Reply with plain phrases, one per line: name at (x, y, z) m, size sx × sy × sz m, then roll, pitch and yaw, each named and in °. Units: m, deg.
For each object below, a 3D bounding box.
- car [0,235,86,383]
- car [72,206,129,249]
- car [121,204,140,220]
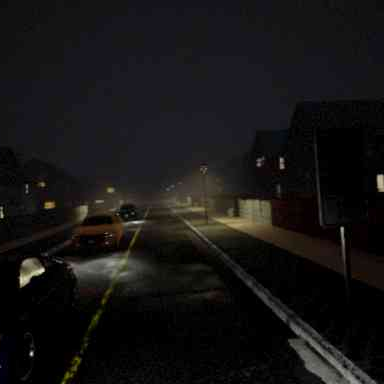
car at (-3.197, 1.761, 5.260) m, size 1.994 × 1.385 × 4.181 m, roll -4°, pitch 0°, yaw -7°
car at (-4.378, 1.752, 16.009) m, size 1.882 × 1.535 × 5.008 m, roll -4°, pitch 0°, yaw -6°
car at (-6.073, 1.912, 31.806) m, size 1.837 × 1.490 × 4.892 m, roll -4°, pitch -1°, yaw -6°
